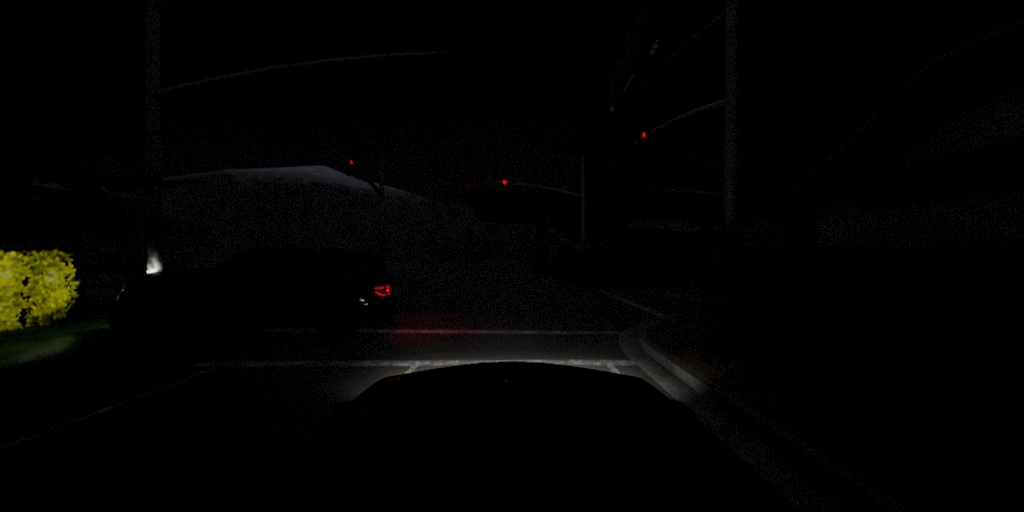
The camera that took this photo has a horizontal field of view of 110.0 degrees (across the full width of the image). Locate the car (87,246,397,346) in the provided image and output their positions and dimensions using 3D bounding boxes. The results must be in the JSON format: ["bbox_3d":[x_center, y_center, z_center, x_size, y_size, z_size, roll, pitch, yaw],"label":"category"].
[{"bbox_3d":[-5.706,0.794,8.688,5.566,2.045,2.150,3,4,-18],"label":"car"}]
